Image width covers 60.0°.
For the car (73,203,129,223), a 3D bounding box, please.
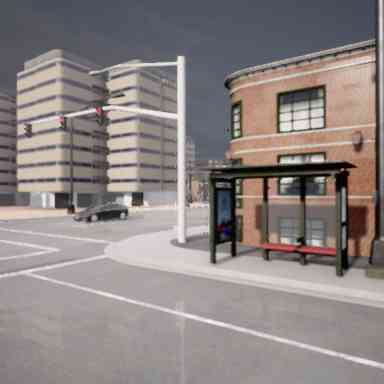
[{"bbox_3d":[-7.245,1.671,26.854,1.837,1.490,4.892,0,2,35],"label":"car"}]
